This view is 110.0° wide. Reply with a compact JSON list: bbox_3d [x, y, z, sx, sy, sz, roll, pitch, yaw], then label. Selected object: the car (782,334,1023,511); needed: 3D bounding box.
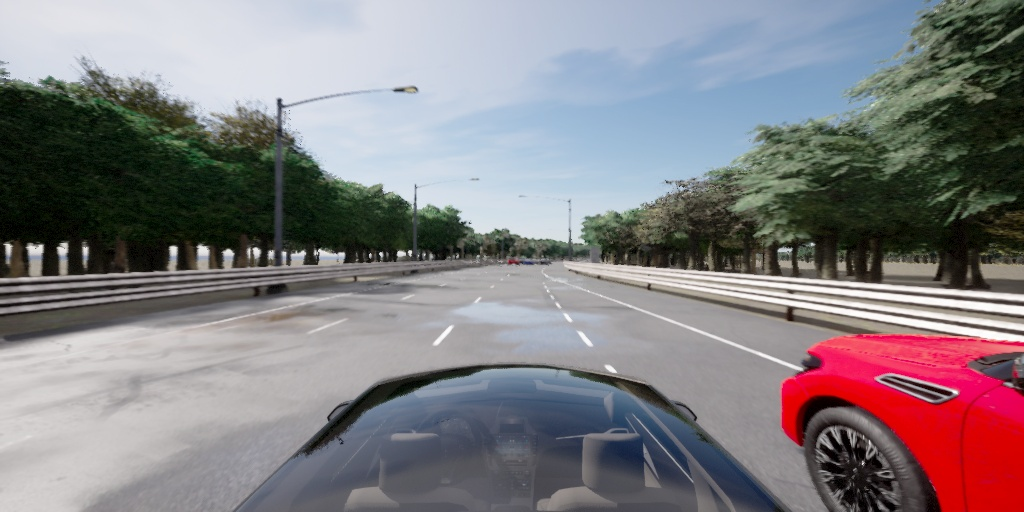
[{"bbox_3d":[3.476,0.990,0.798,2.150,2.045,5.566,0,0,0],"label":"car"}]
